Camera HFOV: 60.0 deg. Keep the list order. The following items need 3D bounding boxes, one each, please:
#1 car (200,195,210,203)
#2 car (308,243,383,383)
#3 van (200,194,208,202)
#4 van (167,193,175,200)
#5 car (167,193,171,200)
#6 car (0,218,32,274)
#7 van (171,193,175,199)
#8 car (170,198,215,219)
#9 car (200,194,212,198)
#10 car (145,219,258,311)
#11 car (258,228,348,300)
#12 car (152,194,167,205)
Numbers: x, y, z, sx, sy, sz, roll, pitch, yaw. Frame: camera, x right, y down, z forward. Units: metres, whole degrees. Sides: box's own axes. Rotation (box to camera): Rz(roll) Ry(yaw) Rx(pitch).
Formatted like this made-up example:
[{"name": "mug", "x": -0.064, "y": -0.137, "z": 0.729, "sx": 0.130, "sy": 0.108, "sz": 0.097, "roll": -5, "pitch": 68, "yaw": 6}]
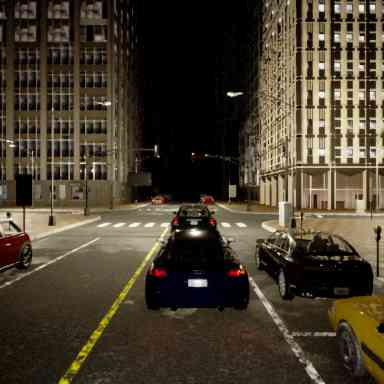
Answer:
[{"name": "car", "x": 2.641, "y": 1.363, "z": 68.794, "sx": 1.967, "sy": 1.590, "sz": 4.097, "roll": 0, "pitch": 0, "yaw": 0}, {"name": "car", "x": 2.689, "y": 1.525, "z": 2.668, "sx": 1.752, "sy": 1.417, "sz": 4.829, "roll": 0, "pitch": 0, "yaw": 0}, {"name": "van", "x": 2.637, "y": 1.250, "z": 74.479, "sx": 1.690, "sy": 1.788, "sz": 3.998, "roll": 0, "pitch": 0, "yaw": 0}, {"name": "van", "x": -5.755, "y": 1.205, "z": 91.533, "sx": 1.690, "sy": 1.788, "sz": 3.998, "roll": 0, "pitch": 0, "yaw": 0}, {"name": "car", "x": -5.764, "y": 1.251, "z": 63.106, "sx": 2.192, "sy": 1.841, "sz": 5.009, "roll": 0, "pitch": 0, "yaw": 0}, {"name": "car", "x": -5.695, "y": 1.439, "z": 8.158, "sx": 1.967, "sy": 1.590, "sz": 4.097, "roll": 0, "pitch": 0, "yaw": 0}, {"name": "van", "x": -5.747, "y": 1.236, "z": 80.161, "sx": 1.690, "sy": 1.788, "sz": 3.998, "roll": 0, "pitch": 0, "yaw": 0}, {"name": "car", "x": 0.086, "y": 1.346, "z": 16.454, "sx": 2.097, "sy": 1.767, "sz": 4.553, "roll": 0, "pitch": 0, "yaw": 0}, {"name": "car", "x": 2.745, "y": 1.388, "z": 57.426, "sx": 1.967, "sy": 1.590, "sz": 4.097, "roll": 0, "pitch": 0, "yaw": 0}, {"name": "car", "x": 0.096, "y": 1.563, "z": 7.821, "sx": 1.994, "sy": 1.385, "sz": 4.181, "roll": 0, "pitch": 0, "yaw": 0}, {"name": "car", "x": 2.685, "y": 1.549, "z": 8.165, "sx": 2.008, "sy": 1.369, "sz": 4.403, "roll": 0, "pitch": 0, "yaw": 0}, {"name": "car", "x": -5.826, "y": 1.388, "z": 57.421, "sx": 1.967, "sy": 1.590, "sz": 4.097, "roll": 0, "pitch": 0, "yaw": 0}]
